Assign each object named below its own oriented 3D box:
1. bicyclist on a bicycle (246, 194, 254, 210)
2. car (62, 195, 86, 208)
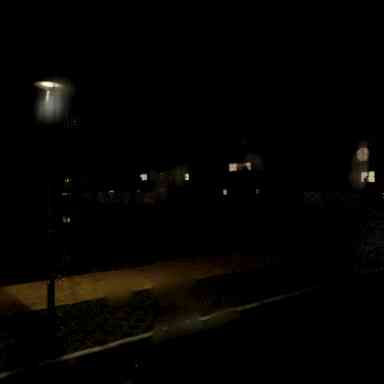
[{"bbox_3d":[6.031,1.003,34.442,0.582,1.620,1.656,0,3,38],"label":"bicyclist on a bicycle"},{"bbox_3d":[-16.681,1.133,45.293,4.553,1.767,2.097,0,3,27],"label":"car"}]
